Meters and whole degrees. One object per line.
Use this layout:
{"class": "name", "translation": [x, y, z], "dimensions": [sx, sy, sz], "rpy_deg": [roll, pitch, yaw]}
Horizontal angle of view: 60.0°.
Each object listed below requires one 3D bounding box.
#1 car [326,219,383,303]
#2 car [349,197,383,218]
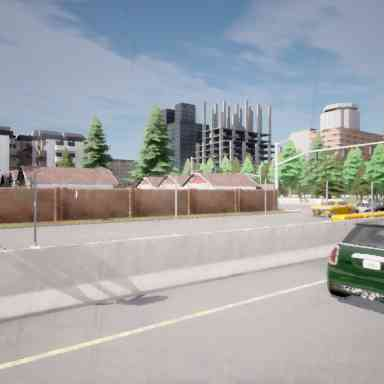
{"class": "car", "translation": [5.018, 1.351, 7.312], "dimensions": [4.553, 1.767, 2.097], "rpy_deg": [0, 0, -35]}
{"class": "car", "translation": [15.450, 1.243, 27.747], "dimensions": [4.902, 1.511, 2.128], "rpy_deg": [0, 0, -35]}
